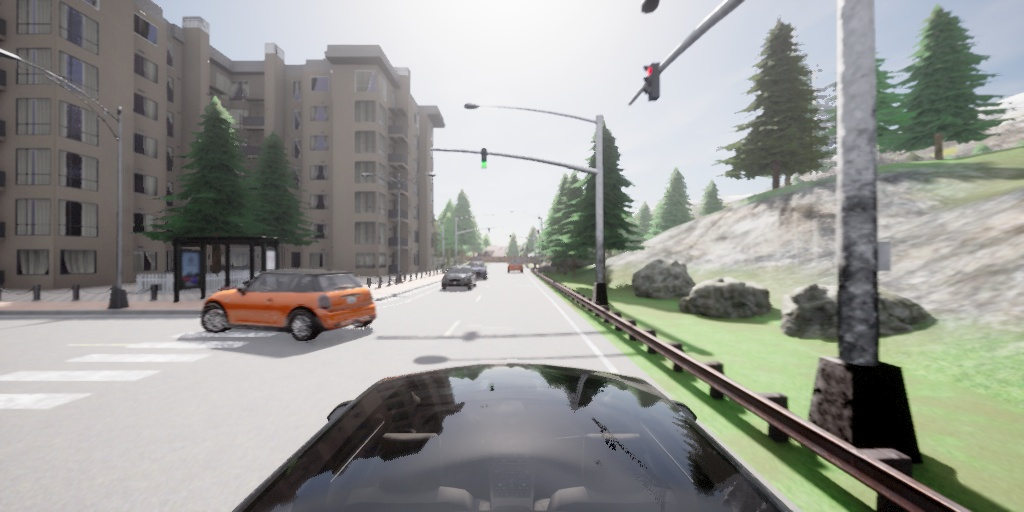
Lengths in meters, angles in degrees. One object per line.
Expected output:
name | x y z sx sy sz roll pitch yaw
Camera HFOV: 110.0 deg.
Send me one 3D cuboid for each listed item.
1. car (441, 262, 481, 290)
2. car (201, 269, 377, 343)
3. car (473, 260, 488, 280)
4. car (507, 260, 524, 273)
car | -3.441 1.390 24.043 1.837 1.490 4.892 0 0 0
car | -6.106 1.153 9.839 4.553 1.767 2.097 0 0 19
car | -3.384 1.293 33.956 2.097 1.767 4.553 0 0 -1
car | 0.432 1.369 49.215 2.097 1.767 4.553 0 0 -2
